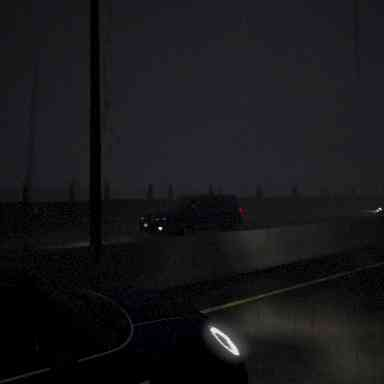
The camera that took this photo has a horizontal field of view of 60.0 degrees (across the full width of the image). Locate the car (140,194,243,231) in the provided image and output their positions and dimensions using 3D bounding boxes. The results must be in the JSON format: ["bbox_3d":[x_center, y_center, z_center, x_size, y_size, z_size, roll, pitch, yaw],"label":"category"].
[{"bbox_3d":[0.114,1.161,16.970,5.566,2.045,2.150,0,0,-35],"label":"car"}]

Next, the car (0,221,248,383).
[{"bbox_3d":[-1.693,1.352,2.539,4.553,1.767,2.097,-1,0,-35],"label":"car"}]

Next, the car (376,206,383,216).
[{"bbox_3d":[14.749,1.203,23.099,4.553,1.767,2.097,0,0,-35],"label":"car"}]
